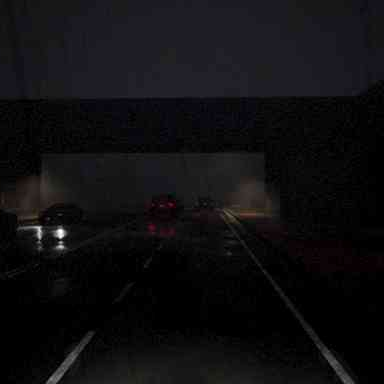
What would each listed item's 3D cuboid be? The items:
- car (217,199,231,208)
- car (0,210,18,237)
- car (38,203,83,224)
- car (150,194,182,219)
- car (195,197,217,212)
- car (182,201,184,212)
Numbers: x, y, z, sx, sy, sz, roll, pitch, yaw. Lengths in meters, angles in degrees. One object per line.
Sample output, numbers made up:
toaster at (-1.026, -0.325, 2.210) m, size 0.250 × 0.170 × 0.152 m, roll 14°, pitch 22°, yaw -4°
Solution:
car at (3.996, 1.601, 47.745) m, size 1.895 × 1.301 × 4.718 m, roll 0°, pitch 0°, yaw 30°
car at (-10.083, 1.477, 15.315) m, size 1.882 × 1.535 × 5.008 m, roll 0°, pitch 0°, yaw 2°
car at (-9.632, 1.527, 24.823) m, size 1.812 × 1.442 × 4.674 m, roll 0°, pitch 0°, yaw 2°
car at (-2.351, 1.221, 29.597) m, size 2.150 × 2.045 × 5.566 m, roll 0°, pitch 0°, yaw 2°
car at (1.529, 1.352, 38.860) m, size 2.097 × 1.767 × 4.553 m, roll 0°, pitch 0°, yaw 3°
car at (-2.004, 1.564, 38.938) m, size 1.994 × 1.385 × 4.181 m, roll 0°, pitch 0°, yaw 1°
